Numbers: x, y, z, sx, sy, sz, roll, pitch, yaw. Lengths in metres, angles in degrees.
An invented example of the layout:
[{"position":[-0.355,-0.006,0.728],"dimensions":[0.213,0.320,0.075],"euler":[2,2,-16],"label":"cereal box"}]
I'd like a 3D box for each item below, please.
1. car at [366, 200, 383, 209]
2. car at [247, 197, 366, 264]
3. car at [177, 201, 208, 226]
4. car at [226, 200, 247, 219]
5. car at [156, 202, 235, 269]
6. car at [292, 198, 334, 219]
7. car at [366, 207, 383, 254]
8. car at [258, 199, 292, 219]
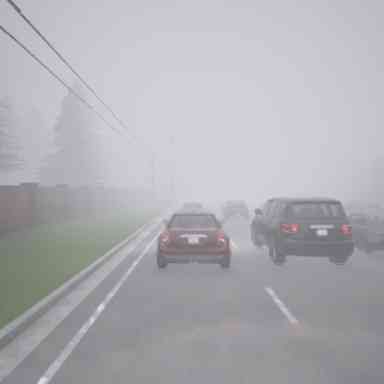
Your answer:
[{"position":[14.071,1.404,27.941],"dimensions":[2.128,1.511,4.902],"euler":[0,0,0],"label":"car"},{"position":[3.565,1.184,11.739],"dimensions":[2.150,2.045,5.566],"euler":[0,0,0],"label":"car"},{"position":[0.045,1.470,24.228],"dimensions":[2.033,1.411,5.357],"euler":[0,0,0],"label":"car"},{"position":[3.571,1.417,28.038],"dimensions":[1.837,1.490,4.892],"euler":[0,1,0],"label":"car"},{"position":[0.060,1.319,11.187],"dimensions":[2.097,1.767,4.553],"euler":[0,1,0],"label":"car"},{"position":[10.579,1.384,29.471],"dimensions":[1.882,1.535,5.008],"euler":[0,0,0],"label":"car"},{"position":[7.073,1.522,13.331],"dimensions":[1.994,1.385,4.181],"euler":[0,0,0],"label":"car"},{"position":[7.077,1.434,28.924],"dimensions":[1.812,1.442,4.674],"euler":[0,0,0],"label":"car"}]
